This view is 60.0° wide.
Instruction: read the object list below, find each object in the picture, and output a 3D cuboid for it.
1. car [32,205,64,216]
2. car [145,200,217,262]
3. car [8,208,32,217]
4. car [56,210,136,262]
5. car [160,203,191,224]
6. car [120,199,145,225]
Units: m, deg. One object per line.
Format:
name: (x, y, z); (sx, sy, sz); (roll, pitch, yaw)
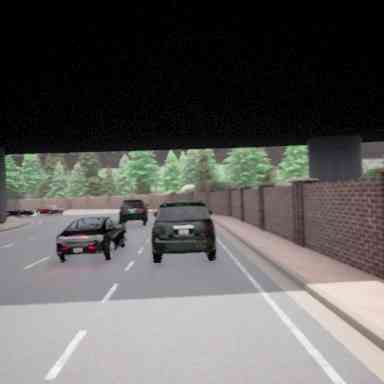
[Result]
car: (-20.610, 2.604, 48.314); (5.008, 1.535, 1.882); (-2, -1, 37)
car: (-0.323, 1.344, 12.949); (2.150, 2.045, 5.566); (-2, 0, -2)
car: (-24.235, 2.840, 46.679); (4.718, 1.301, 1.895); (-2, -1, 33)
car: (-3.826, 1.737, 13.357); (2.128, 1.511, 4.902); (-2, -1, -2)
car: (-1.535, 1.791, 28.987); (2.128, 1.511, 4.902); (-2, 0, -8)
car: (-4.868, 1.630, 27.981); (2.150, 2.045, 5.566); (-2, 0, -7)
